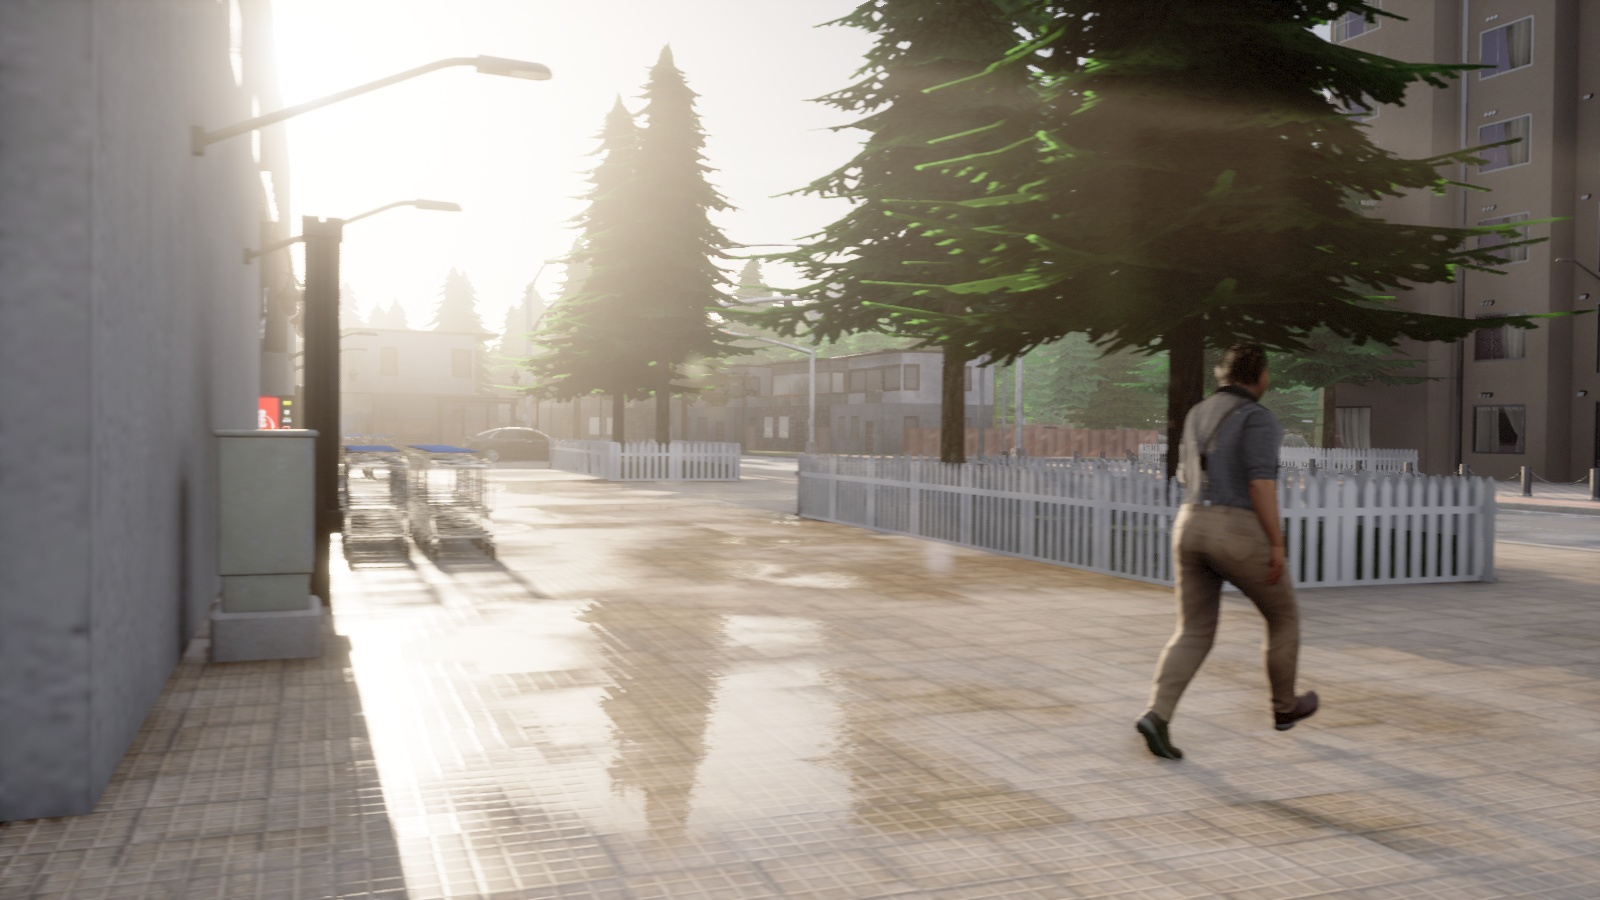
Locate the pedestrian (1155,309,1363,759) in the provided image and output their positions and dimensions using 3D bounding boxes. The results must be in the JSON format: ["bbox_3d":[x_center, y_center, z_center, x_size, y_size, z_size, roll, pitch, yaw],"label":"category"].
[{"bbox_3d":[2.032,0.340,5.568,0.694,1.848,0.540,-1,1,-31],"label":"pedestrian"}]

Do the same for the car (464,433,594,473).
[{"bbox_3d":[-10.908,0.100,50.457,4.892,1.490,1.837,-1,1,-20],"label":"car"}]
